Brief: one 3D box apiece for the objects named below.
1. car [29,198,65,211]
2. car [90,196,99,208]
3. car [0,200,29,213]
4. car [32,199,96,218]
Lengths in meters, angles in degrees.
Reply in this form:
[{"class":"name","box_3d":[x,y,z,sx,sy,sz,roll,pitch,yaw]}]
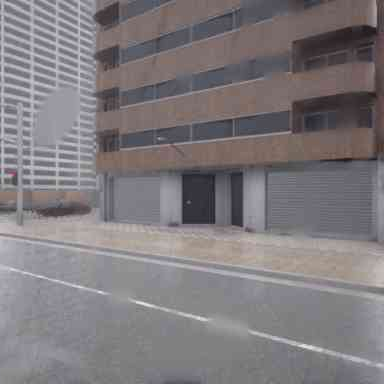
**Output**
[{"class":"car","box_3d":[-15.137,1.477,37.555,1.882,1.535,5.008,0,0,35]},{"class":"car","box_3d":[-13.813,1.564,45.595,1.994,1.385,4.181,0,0,35]},{"class":"car","box_3d":[-19.507,1.547,37.395,2.033,1.411,5.357,0,0,35]},{"class":"car","box_3d":[-11.475,1.601,30.199,1.895,1.301,4.718,0,0,35]}]
